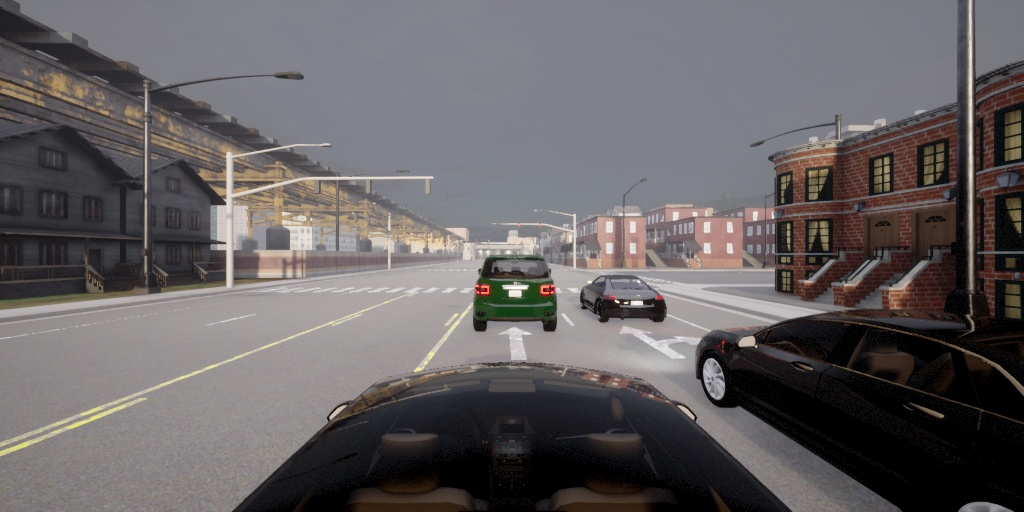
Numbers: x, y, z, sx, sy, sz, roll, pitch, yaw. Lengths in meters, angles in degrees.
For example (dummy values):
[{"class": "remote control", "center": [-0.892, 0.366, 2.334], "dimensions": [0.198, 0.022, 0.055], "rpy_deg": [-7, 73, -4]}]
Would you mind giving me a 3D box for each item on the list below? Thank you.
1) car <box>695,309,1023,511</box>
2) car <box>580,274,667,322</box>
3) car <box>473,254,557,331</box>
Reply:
[{"class": "car", "center": [3.599, 1.255, 3.323], "dimensions": [1.837, 1.490, 4.892], "rpy_deg": [0, 0, 0]}, {"class": "car", "center": [3.586, 1.314, 12.235], "dimensions": [1.994, 1.385, 4.181], "rpy_deg": [0, 0, 1]}, {"class": "car", "center": [0.086, 0.971, 11.066], "dimensions": [2.150, 2.045, 5.566], "rpy_deg": [0, 0, 0]}]
